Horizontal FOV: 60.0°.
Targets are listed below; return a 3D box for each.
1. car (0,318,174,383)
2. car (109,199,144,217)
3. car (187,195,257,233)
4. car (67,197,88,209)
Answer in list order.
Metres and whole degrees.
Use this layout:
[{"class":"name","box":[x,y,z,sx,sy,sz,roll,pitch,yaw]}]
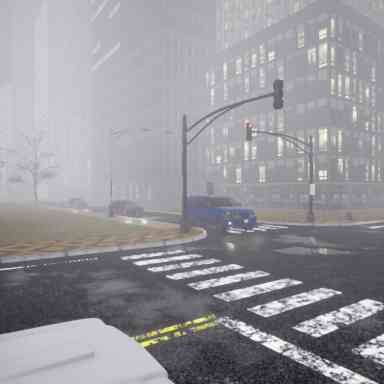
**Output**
[{"class":"car","box":[-2.297,1.601,1.804,4.718,1.301,1.895,0,0,-36]},{"class":"car","box":[-6.374,1.483,32.236,1.882,1.535,5.008,0,0,-35]},{"class":"car","box":[1.555,1.228,20.389,2.150,2.045,5.566,0,0,-30]},{"class":"car","box":[-15.688,1.509,45.455,1.837,1.490,4.892,0,0,-35]}]
